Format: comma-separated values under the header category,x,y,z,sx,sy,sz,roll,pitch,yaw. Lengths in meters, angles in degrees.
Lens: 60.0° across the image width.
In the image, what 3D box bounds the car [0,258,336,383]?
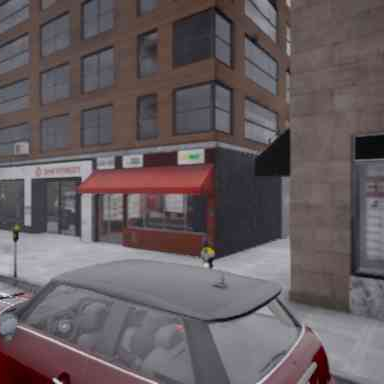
category,x,y,z,sx,sy,sz,roll,pitch,yaw
car,-0.818,1.436,3.396,4.097,1.590,1.967,0,0,36
